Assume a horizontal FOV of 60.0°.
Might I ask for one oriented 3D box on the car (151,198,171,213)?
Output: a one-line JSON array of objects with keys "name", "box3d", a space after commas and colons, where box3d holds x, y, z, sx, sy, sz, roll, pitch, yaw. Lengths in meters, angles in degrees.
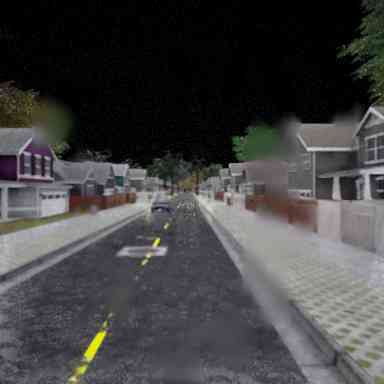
[{"name": "car", "box3d": [-3.119, 1.310, 34.477, 2.033, 1.411, 5.357, 0, 0, -1]}]
